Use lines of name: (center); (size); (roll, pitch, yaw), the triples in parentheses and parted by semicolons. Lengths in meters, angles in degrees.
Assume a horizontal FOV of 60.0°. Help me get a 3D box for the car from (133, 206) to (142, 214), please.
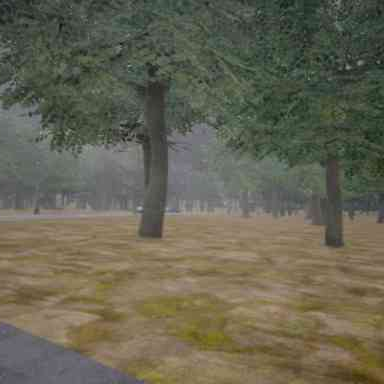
car: (-9.019, 3.410, 61.407); (1.812, 1.442, 4.674); (0, -3, 29)

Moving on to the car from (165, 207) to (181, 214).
car: (-4.410, 3.812, 70.162); (2.033, 1.411, 5.357); (0, -3, 28)
